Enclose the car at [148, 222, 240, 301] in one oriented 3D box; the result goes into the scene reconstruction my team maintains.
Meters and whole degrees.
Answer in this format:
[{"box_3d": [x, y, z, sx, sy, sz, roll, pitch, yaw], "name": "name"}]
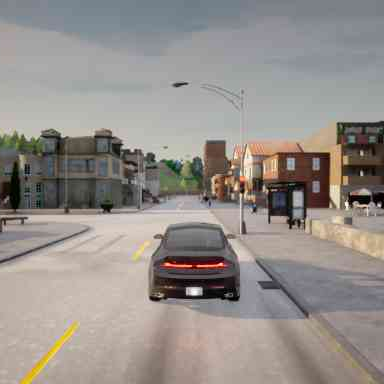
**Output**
[{"box_3d": [0.062, 1.505, 8.294, 1.837, 1.490, 4.892, 0, 0, 1], "name": "car"}]
